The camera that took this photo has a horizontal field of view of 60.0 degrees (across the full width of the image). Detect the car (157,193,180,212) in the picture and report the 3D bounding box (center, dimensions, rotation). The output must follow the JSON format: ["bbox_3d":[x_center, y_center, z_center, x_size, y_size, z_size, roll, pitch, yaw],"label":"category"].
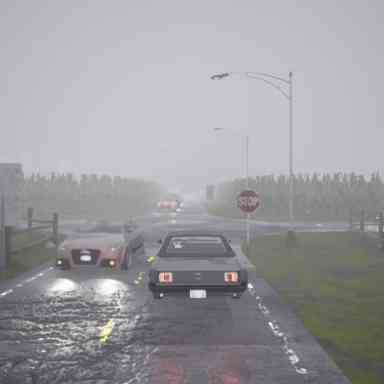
[{"bbox_3d":[-2.843,1.342,38.246,2.097,1.767,4.553,0,0,0],"label":"car"}]

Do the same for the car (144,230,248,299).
[{"bbox_3d":[0.071,1.601,8.385,1.895,1.301,4.718,0,0,-1],"label":"car"}]

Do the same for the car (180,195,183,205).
[{"bbox_3d":[-2.837,1.205,47.941,2.150,2.045,5.566,0,0,0],"label":"car"}]

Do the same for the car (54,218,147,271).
[{"bbox_3d":[-2.726,1.564,10.807,1.994,1.385,4.181,0,0,3],"label":"car"}]

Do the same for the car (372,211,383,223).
[{"bbox_3d":[15.323,1.686,23.929,4.181,1.385,1.994,0,-1,1],"label":"car"}]

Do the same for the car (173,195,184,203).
[{"bbox_3d":[-2.743,1.453,69.450,2.128,1.511,4.902,0,0,0],"label":"car"}]
